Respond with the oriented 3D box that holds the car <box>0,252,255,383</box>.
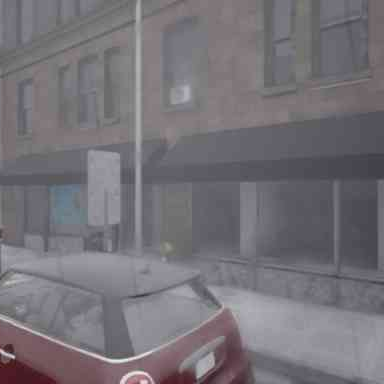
[{"bbox_3d":[-1.470,1.442,3.858,4.097,1.590,1.967,0,0,35],"label":"car"}]
